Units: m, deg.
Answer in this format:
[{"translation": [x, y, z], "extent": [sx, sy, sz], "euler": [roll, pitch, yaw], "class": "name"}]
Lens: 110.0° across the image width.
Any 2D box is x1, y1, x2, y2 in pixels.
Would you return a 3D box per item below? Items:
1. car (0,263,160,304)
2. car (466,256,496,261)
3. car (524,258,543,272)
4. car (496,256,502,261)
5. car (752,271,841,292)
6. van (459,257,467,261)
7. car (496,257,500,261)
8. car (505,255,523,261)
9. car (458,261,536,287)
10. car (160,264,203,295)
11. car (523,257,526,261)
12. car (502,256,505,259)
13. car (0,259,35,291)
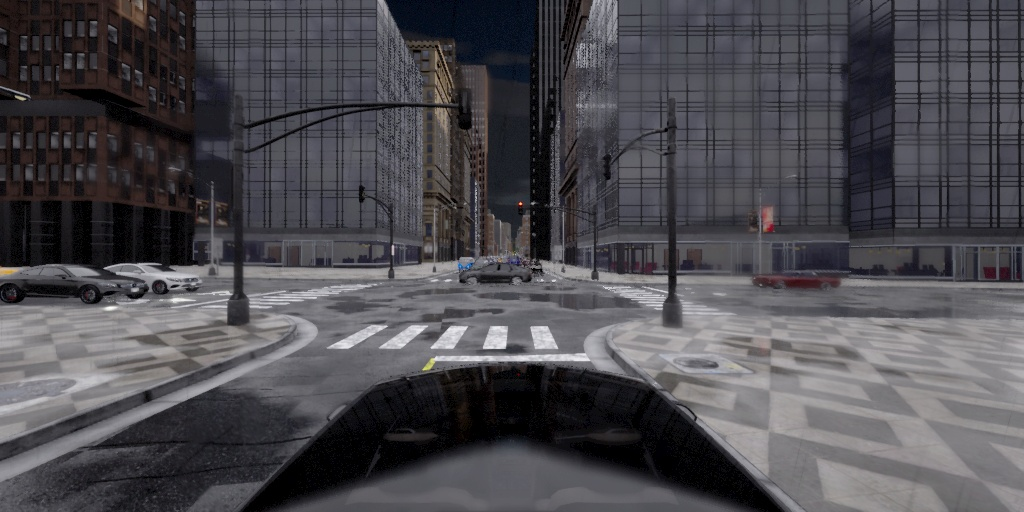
[{"translation": [-17.234, 1.046, 14.121], "extent": [4.674, 1.442, 1.812], "euler": [1, 0, -1], "class": "car"}, {"translation": [-2.966, 1.080, 35.508], "extent": [2.097, 1.767, 4.553], "euler": [0, 0, 0], "class": "car"}, {"translation": [2.834, 1.283, 44.673], "extent": [1.948, 1.339, 4.313], "euler": [0, 0, 0], "class": "car"}, {"translation": [-2.876, 1.208, 54.094], "extent": [1.837, 1.490, 4.892], "euler": [0, 0, 0], "class": "car"}, {"translation": [18.815, 1.638, 23.910], "extent": [4.718, 1.301, 1.895], "euler": [1, 0, 0], "class": "car"}, {"translation": [-5.691, 1.058, 44.719], "extent": [1.690, 1.789, 3.998], "euler": [0, 0, 0], "class": "van"}, {"translation": [-2.932, 1.195, 44.629], "extent": [1.882, 1.535, 5.008], "euler": [0, 0, 1], "class": "car"}, {"translation": [0.344, 0.911, 59.763], "extent": [2.150, 2.045, 5.566], "euler": [0, 0, 1], "class": "car"}, {"translation": [-1.074, 1.241, 23.995], "extent": [4.892, 1.490, 1.837], "euler": [0, 0, 0], "class": "car"}, {"translation": [-17.762, 1.052, 17.377], "extent": [4.674, 1.442, 1.812], "euler": [1, 0, 0], "class": "car"}, {"translation": [2.926, 1.270, 61.621], "extent": [1.802, 1.307, 4.207], "euler": [0, 0, 0], "class": "car"}, {"translation": [-2.792, 1.161, 63.943], "extent": [1.882, 1.535, 5.008], "euler": [0, 0, 1], "class": "car"}, {"translation": [-26.907, 0.886, 17.418], "extent": [5.008, 1.535, 1.882], "euler": [1, 0, 1], "class": "car"}]
